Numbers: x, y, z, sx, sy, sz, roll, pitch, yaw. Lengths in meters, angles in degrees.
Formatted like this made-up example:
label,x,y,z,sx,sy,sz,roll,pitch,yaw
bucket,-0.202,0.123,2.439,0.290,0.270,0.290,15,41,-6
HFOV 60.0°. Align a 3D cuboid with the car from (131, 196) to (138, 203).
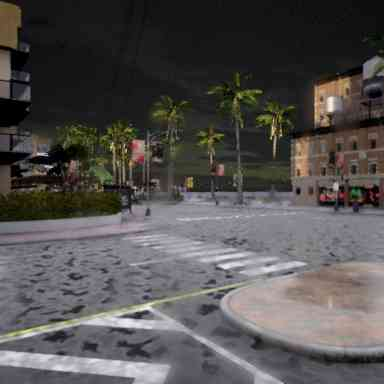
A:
label,x,y,z,sx,sy,sz,roll,pitch,yaw
car,-12.849,1.486,67.646,1.837,1.490,4.892,0,0,-38
